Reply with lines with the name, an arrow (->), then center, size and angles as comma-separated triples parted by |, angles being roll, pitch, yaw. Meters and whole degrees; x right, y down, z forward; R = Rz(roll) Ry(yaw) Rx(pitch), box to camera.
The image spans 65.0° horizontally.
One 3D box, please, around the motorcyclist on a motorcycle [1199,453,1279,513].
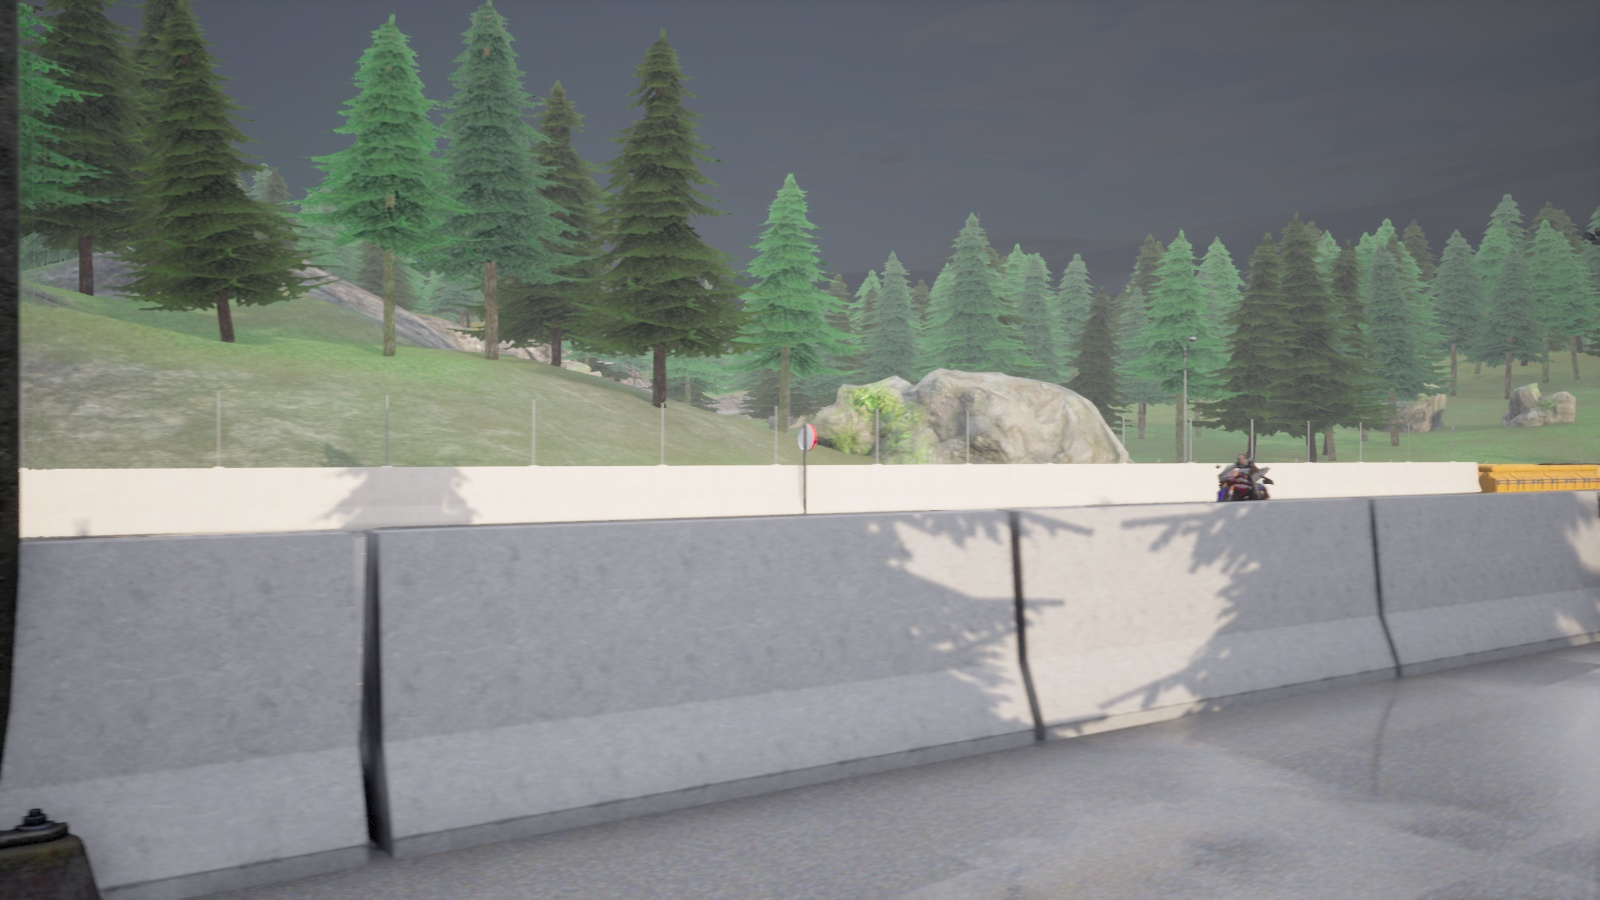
motorcyclist on a motorcycle -> 11.541, 0.836, 33.013 | 2.191, 1.530, 0.866 | 0, 0, -35
